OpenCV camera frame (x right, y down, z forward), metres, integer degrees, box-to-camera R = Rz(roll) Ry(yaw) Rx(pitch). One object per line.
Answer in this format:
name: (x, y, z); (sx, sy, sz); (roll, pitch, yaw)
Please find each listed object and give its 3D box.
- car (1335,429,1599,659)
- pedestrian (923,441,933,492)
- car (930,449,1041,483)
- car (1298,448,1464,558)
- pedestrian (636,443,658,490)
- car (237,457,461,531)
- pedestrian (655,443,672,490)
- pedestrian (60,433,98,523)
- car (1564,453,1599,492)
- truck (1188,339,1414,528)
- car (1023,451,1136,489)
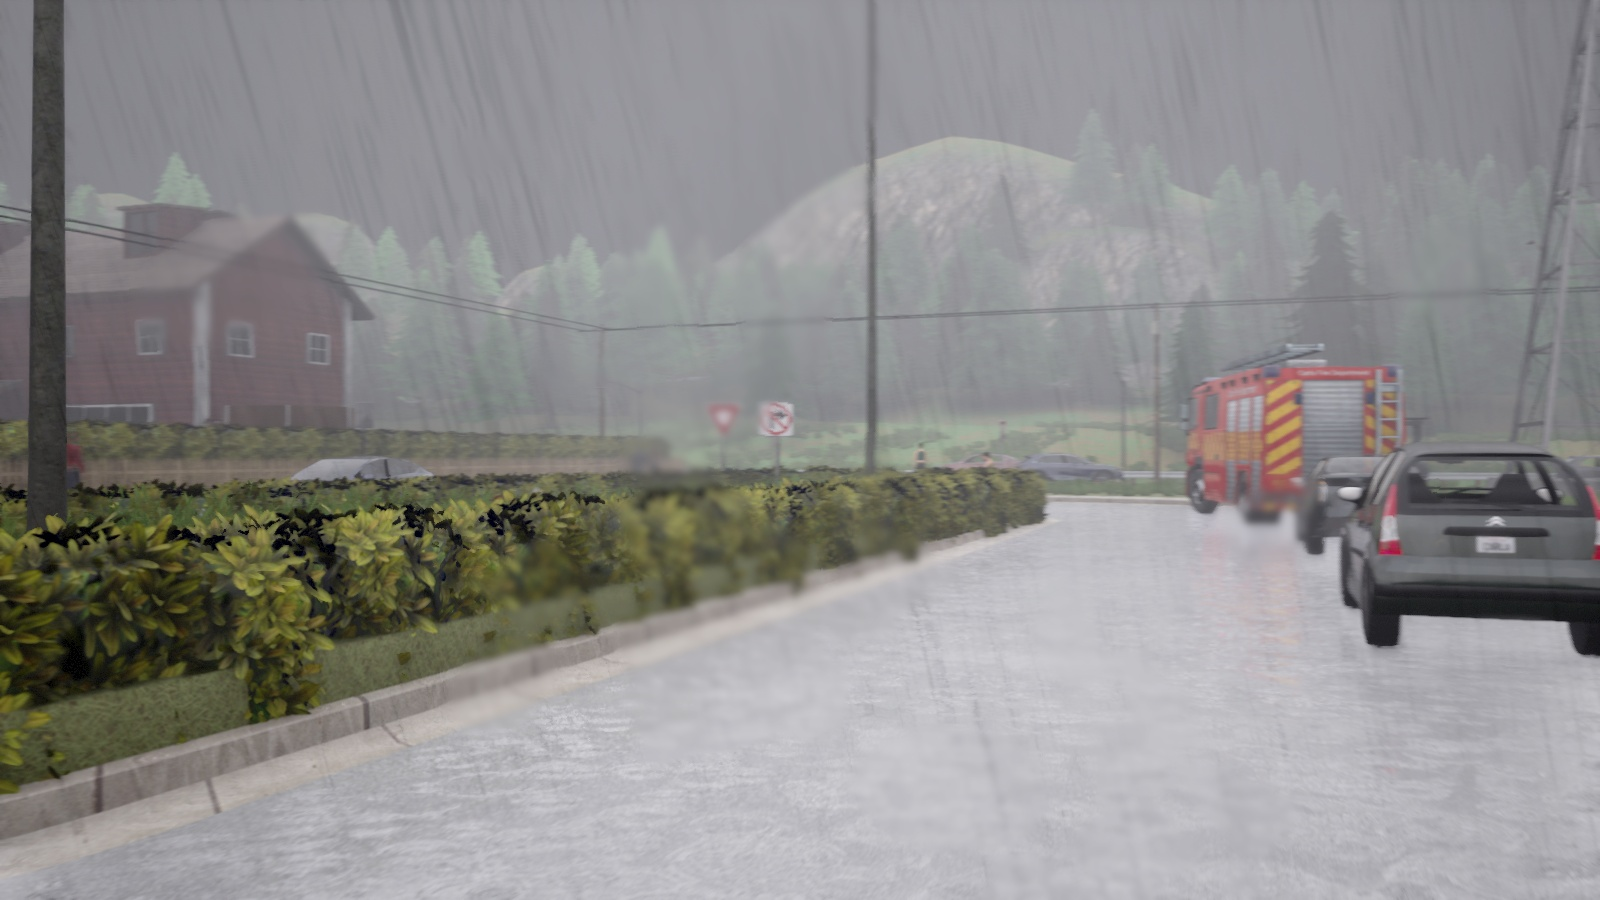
car: (5.766, 0.671, 10.901); (1.851, 1.617, 3.988); (0, 0, 20)
pedestrian: (4.693, 0.595, 46.028); (0.345, 1.836, 0.594); (0, 0, 7)
car: (9.086, 0.772, 61.443); (5.027, 1.651, 2.152); (0, 0, 21)
car: (9.045, 0.748, 19.893); (2.007, 1.525, 4.514); (0, 0, 20)
pedestrian: (-6.134, 0.658, 50.291); (0.563, 1.883, 0.849); (0, 0, 20)
car: (-9.999, 0.916, 28.285); (2.163, 1.488, 4.792); (0, 0, 20)
pedestrian: (-5.473, 0.655, 50.223); (0.331, 1.846, 0.634); (0, 0, 38)
pedestrian: (-15.009, 0.582, 26.154); (0.331, 1.846, 0.636); (0, 0, 17)
car: (32.112, 0.857, 49.040); (3.633, 1.501, 1.845); (0, 0, 21)
truck: (11.497, -0.326, 29.801); (2.891, 3.827, 8.468); (0, 0, 7)
car: (12.474, 0.887, 56.331); (4.856, 1.649, 2.033); (-1, -1, 10)
